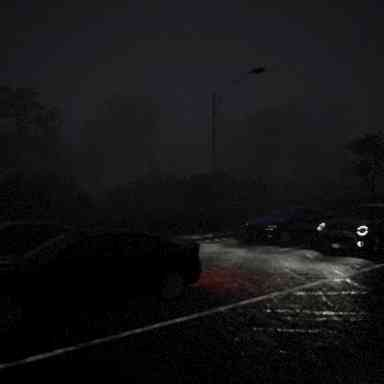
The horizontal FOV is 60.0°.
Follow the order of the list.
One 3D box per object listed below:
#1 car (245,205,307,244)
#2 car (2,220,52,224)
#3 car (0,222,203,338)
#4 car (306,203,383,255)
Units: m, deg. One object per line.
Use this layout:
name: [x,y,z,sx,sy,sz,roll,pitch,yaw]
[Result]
car: [4.737,1.402,15.867,5.008,1.535,1.882,-1,1,-35]
car: [-4.870,1.527,9.096,4.674,1.442,1.812,0,0,-35]
car: [-2.103,1.480,6.778,5.008,1.535,1.882,0,0,-35]
car: [6.938,1.270,13.145,4.553,1.767,2.097,-2,1,-35]
